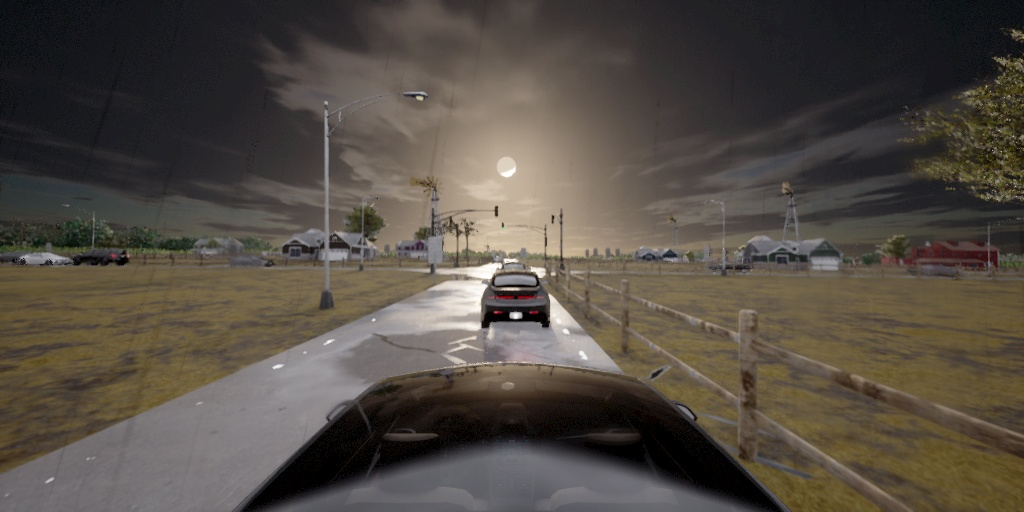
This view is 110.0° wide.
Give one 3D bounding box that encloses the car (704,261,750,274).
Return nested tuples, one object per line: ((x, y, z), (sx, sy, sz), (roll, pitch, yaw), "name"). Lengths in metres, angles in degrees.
((26.006, 1.348, 43.461), (5.008, 1.535, 1.882), (1, -1, 0), "car")

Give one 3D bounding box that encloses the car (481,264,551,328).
((0.096, 1.166, 11.043), (1.837, 1.490, 4.892), (0, 0, 0), "car")

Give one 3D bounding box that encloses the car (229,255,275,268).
((-28.817, 0.623, 39.845), (4.181, 1.385, 1.994), (1, -1, 0), "car")

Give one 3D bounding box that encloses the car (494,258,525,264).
((0.090, 1.085, 21.636), (1.837, 1.490, 4.892), (0, 1, 0), "car")
